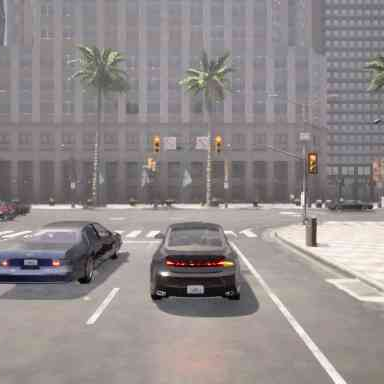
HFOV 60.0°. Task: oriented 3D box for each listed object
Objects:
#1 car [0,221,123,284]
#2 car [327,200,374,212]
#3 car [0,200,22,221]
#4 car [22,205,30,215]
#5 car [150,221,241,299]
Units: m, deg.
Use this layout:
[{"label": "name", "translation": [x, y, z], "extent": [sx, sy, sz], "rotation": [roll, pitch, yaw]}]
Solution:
[{"label": "car", "translation": [-3.422, 1.547, 9.597], "extent": [2.033, 1.411, 5.357], "rotation": [0, 0, 0]}, {"label": "car", "translation": [18.215, 1.601, 38.483], "extent": [4.718, 1.301, 1.895], "rotation": [0, 0, 0]}, {"label": "car", "translation": [-15.813, 1.352, 25.777], "extent": [4.553, 1.767, 2.097], "rotation": [0, 0, 26]}, {"label": "car", "translation": [-17.916, 1.477, 31.340], "extent": [5.008, 1.535, 1.882], "rotation": [0, 0, 0]}, {"label": "car", "translation": [0.074, 1.505, 8.403], "extent": [1.837, 1.490, 4.892], "rotation": [0, 0, 0]}]
